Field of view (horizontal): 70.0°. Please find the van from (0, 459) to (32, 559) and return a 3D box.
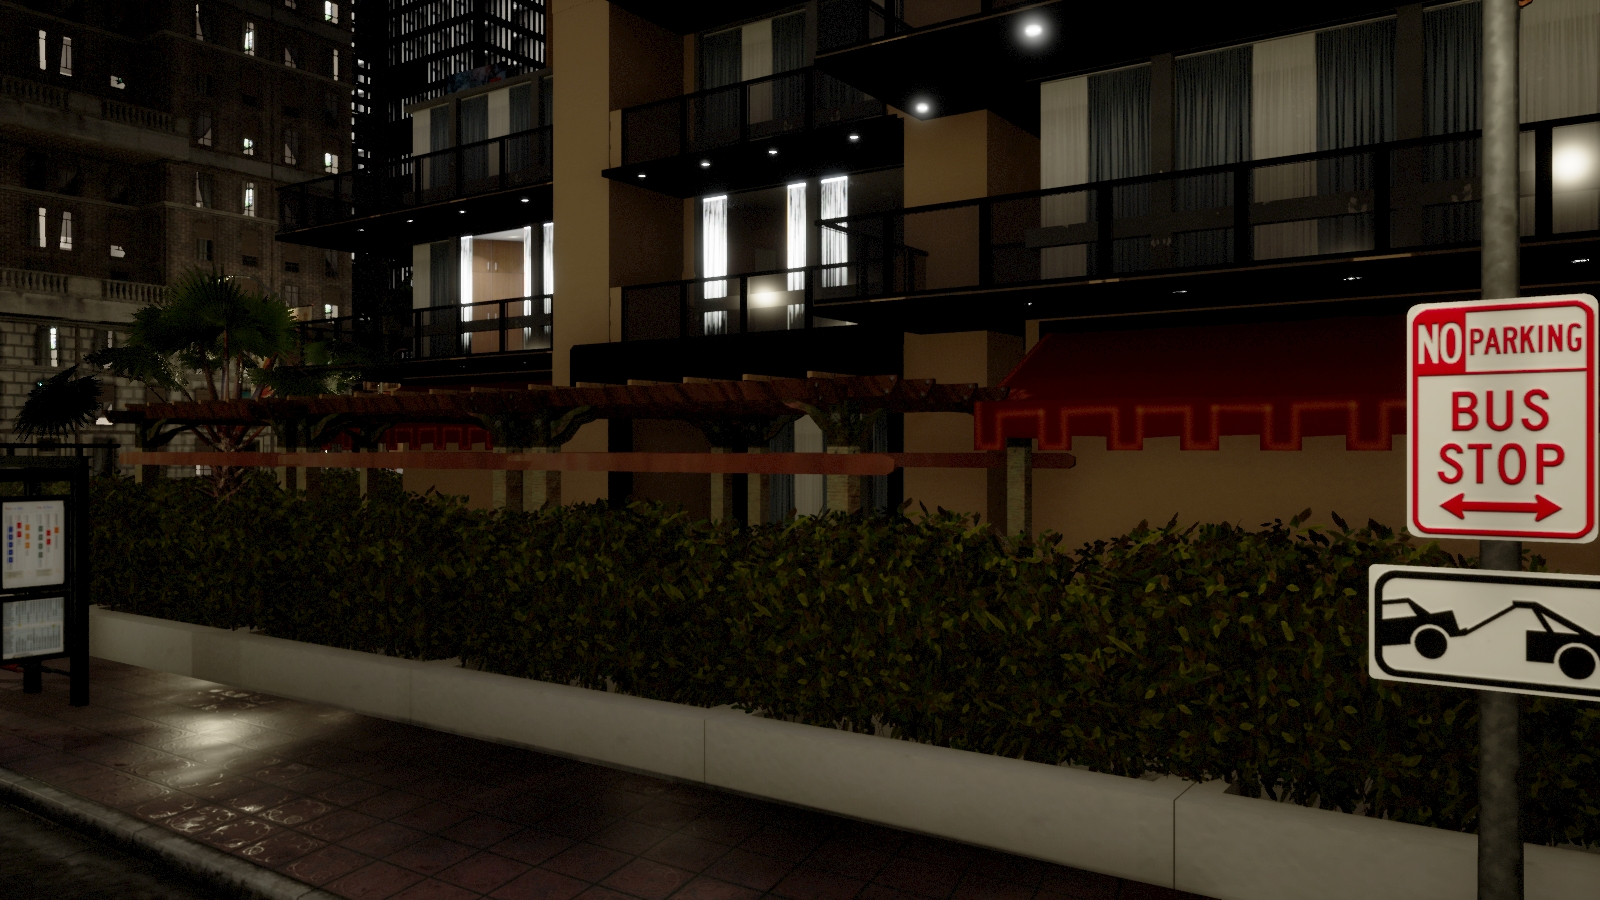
[{"bbox_3d":[-22.140,1.535,27.804,1.988,2.561,5.915,0,0,14],"label":"van"}]
